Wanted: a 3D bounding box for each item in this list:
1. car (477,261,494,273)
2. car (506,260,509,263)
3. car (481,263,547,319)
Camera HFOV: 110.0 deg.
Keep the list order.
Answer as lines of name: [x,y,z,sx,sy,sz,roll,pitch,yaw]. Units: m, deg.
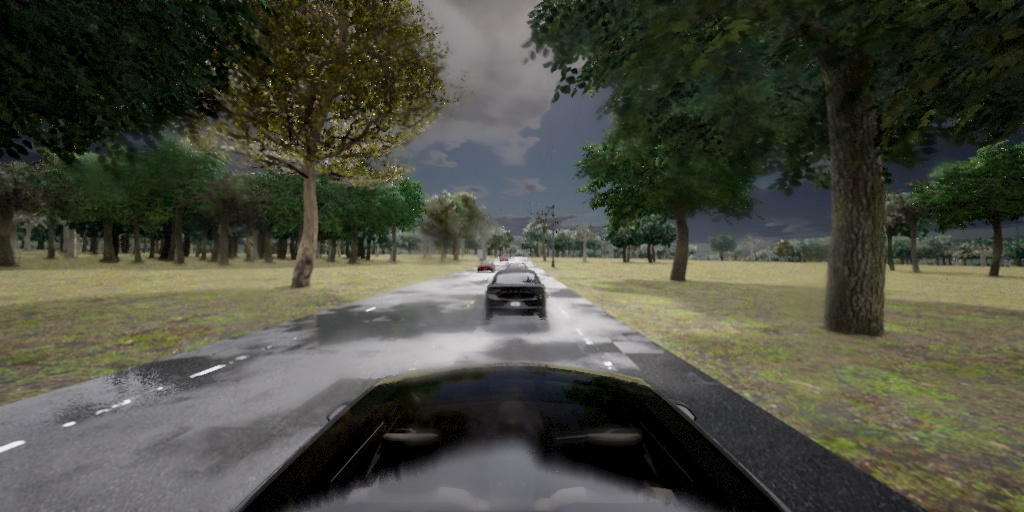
car: [-2.957,1.244,41.746,1.895,1.301,4.718,0,0,2]
car: [0.458,1.266,30.774,1.895,1.301,4.718,0,0,1]
car: [0.145,1.192,12.604,1.882,1.535,5.008,0,0,1]
